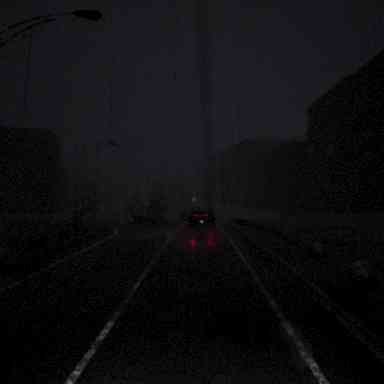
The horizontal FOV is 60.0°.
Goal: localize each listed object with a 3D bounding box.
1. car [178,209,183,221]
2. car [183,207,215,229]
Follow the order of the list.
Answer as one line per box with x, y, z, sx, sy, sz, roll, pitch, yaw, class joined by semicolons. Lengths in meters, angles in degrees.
-0.604;2.874;42.463;2.128;1.511;4.902;0;0;-10;car
0.681;1.883;24.693;2.128;1.511;4.902;0;-3;1;car
